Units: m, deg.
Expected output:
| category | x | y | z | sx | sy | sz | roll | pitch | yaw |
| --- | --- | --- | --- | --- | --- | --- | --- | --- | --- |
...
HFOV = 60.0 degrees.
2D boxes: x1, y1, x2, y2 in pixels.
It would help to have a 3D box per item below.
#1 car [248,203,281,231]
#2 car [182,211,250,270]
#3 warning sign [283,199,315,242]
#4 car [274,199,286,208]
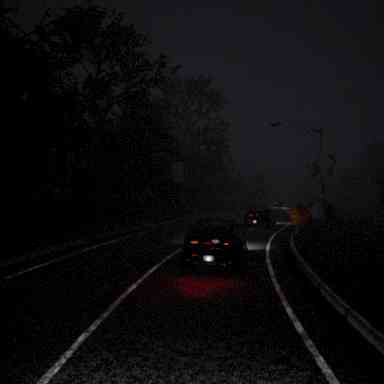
| category | x | y | z | sx | sy | sz | roll | pitch | yaw |
| --- | --- | --- | --- | --- | --- | --- | --- | --- | --- |
| car | 5.355 | 1.850 | 25.727 | 1.837 | 1.490 | 4.892 | 2 | 0 | 22 |
| car | 0.941 | 1.637 | 11.735 | 1.837 | 1.490 | 4.892 | 1 | 0 | 11 |
| warning sign | 5.452 | 1.428 | 16.976 | 1.300 | 1.860 | 1.060 | 8 | 7 | 16 |
| car | 17.893 | 2.200 | 67.567 | 2.097 | 1.767 | 4.553 | 2 | 0 | 18 |
